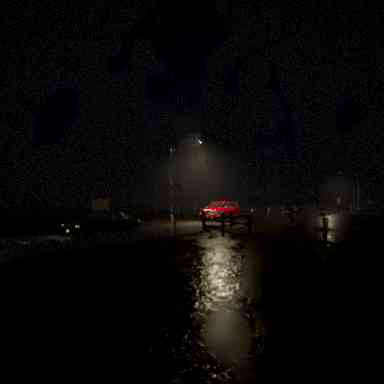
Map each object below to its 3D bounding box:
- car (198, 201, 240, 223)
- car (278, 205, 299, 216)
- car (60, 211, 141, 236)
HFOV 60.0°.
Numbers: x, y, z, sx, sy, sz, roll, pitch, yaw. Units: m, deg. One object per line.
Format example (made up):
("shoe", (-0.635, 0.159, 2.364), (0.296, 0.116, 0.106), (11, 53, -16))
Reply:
("car", (2.869, 1.954, 33.496), (2.150, 2.045, 5.566), (-1, -2, 35))
("car", (14.403, 2.765, 49.590), (1.837, 1.490, 4.892), (-1, -2, 35))
("car", (-5.666, 1.931, 21.452), (2.033, 1.411, 5.357), (-1, -2, 35))
